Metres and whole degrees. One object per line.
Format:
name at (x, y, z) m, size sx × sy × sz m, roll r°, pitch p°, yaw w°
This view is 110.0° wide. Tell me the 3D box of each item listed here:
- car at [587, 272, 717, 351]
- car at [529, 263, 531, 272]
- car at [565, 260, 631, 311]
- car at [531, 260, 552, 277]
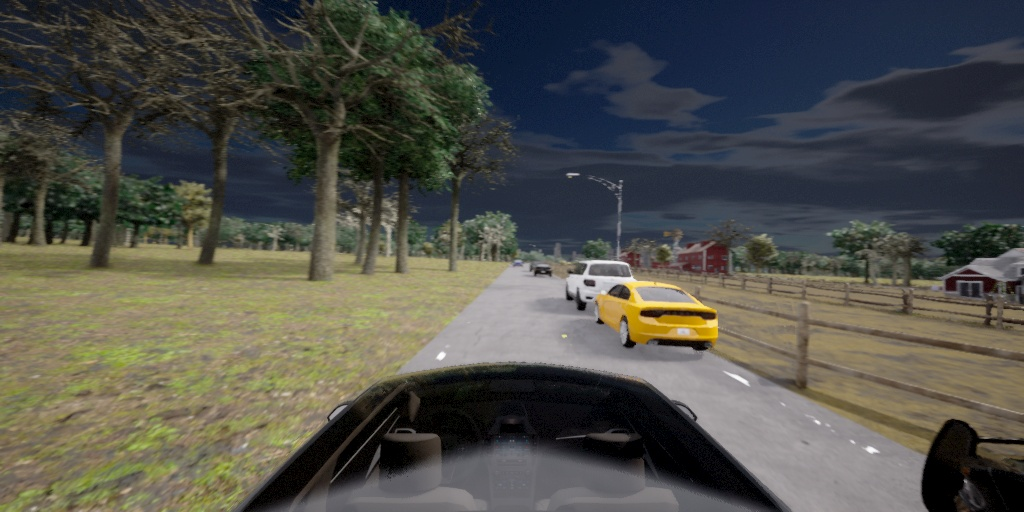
car at (3.621, 1.438, 9.941) m, size 1.882 × 1.535 × 5.008 m, roll 2°, pitch 0°, yaw 1°
car at (3.625, 1.409, 52.470) m, size 2.097 × 1.767 × 4.553 m, roll 2°, pitch 0°, yaw 1°
car at (3.747, 1.218, 15.976) m, size 2.150 × 2.045 × 5.566 m, roll 2°, pitch 0°, yaw 1°
car at (3.449, 1.528, 40.889) m, size 1.882 × 1.535 × 5.008 m, roll 2°, pitch 0°, yaw 2°
